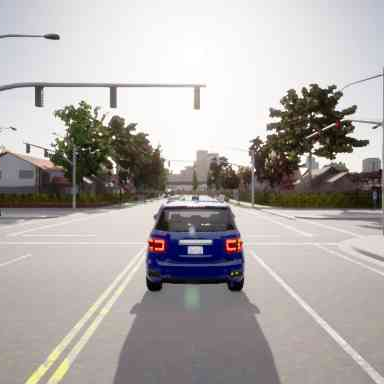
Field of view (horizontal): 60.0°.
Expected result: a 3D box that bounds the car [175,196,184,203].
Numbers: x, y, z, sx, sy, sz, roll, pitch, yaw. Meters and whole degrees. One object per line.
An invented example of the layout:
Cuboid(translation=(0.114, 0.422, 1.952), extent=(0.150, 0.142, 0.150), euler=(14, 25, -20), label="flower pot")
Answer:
Cuboid(translation=(-2.688, 1.524, 71.189), extent=(1.812, 1.442, 4.674), euler=(0, 0, 0), label="car")

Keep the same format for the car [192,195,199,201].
Cuboid(translation=(0.919, 1.478, 88.121), extent=(1.882, 1.535, 5.008), euler=(0, 0, 0), label="car")

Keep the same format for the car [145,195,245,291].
Cuboid(translation=(0.069, 1.222, 9.162), extent=(2.150, 2.045, 5.566), euler=(0, 0, 0), label="car")

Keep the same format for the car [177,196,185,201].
Cuboid(translation=(-2.624, 1.595, 81.390), extent=(1.895, 1.301, 4.718), euler=(0, 0, 0), label="car")

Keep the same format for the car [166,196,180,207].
Cuboid(translation=(-2.896, 1.478, 51.621), extent=(1.882, 1.535, 5.008), euler=(0, 0, 1), label="car")

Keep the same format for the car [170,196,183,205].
Cuboid(translation=(-2.821, 1.547, 61.341), extent=(2.033, 1.411, 5.357), euler=(0, 0, 1), label="car")
